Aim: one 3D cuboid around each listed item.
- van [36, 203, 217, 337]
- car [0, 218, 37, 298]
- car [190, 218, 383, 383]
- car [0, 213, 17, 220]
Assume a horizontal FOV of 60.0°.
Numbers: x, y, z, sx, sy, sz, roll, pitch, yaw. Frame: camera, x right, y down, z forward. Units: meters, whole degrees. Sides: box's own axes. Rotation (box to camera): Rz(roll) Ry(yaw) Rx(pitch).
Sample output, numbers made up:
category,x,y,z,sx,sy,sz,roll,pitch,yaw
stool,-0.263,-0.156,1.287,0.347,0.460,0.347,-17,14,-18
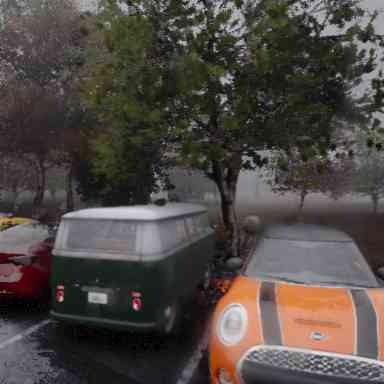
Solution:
category,x,y,z,sx,sy,sz,roll,pitch,yaw
van,-0.731,1.239,6.732,1.878,1.987,4.442,0,-1,16
car,-3.164,1.477,8.368,2.163,1.488,4.792,0,-1,15
car,1.664,1.354,4.928,2.185,1.767,4.553,1,0,16
car,-5.531,1.427,10.241,1.946,1.575,5.366,0,-1,15
